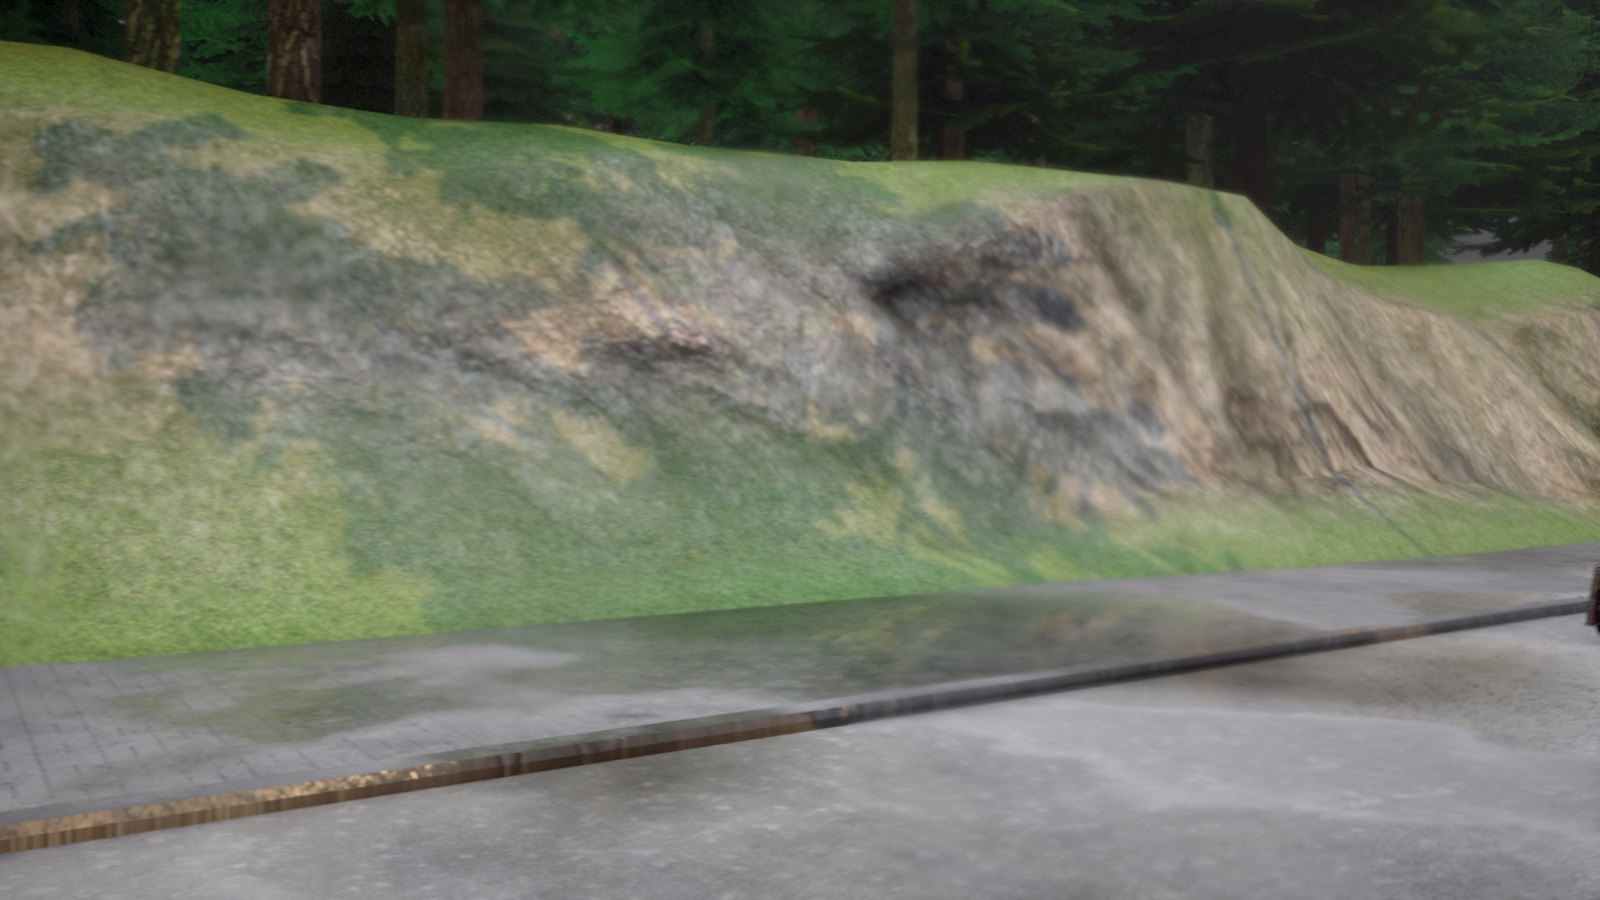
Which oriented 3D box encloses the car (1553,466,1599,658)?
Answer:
[{"bbox_3d":[7.910,0.816,9.749,4.181,1.385,1.994,0,0,-35],"label":"car"}]
